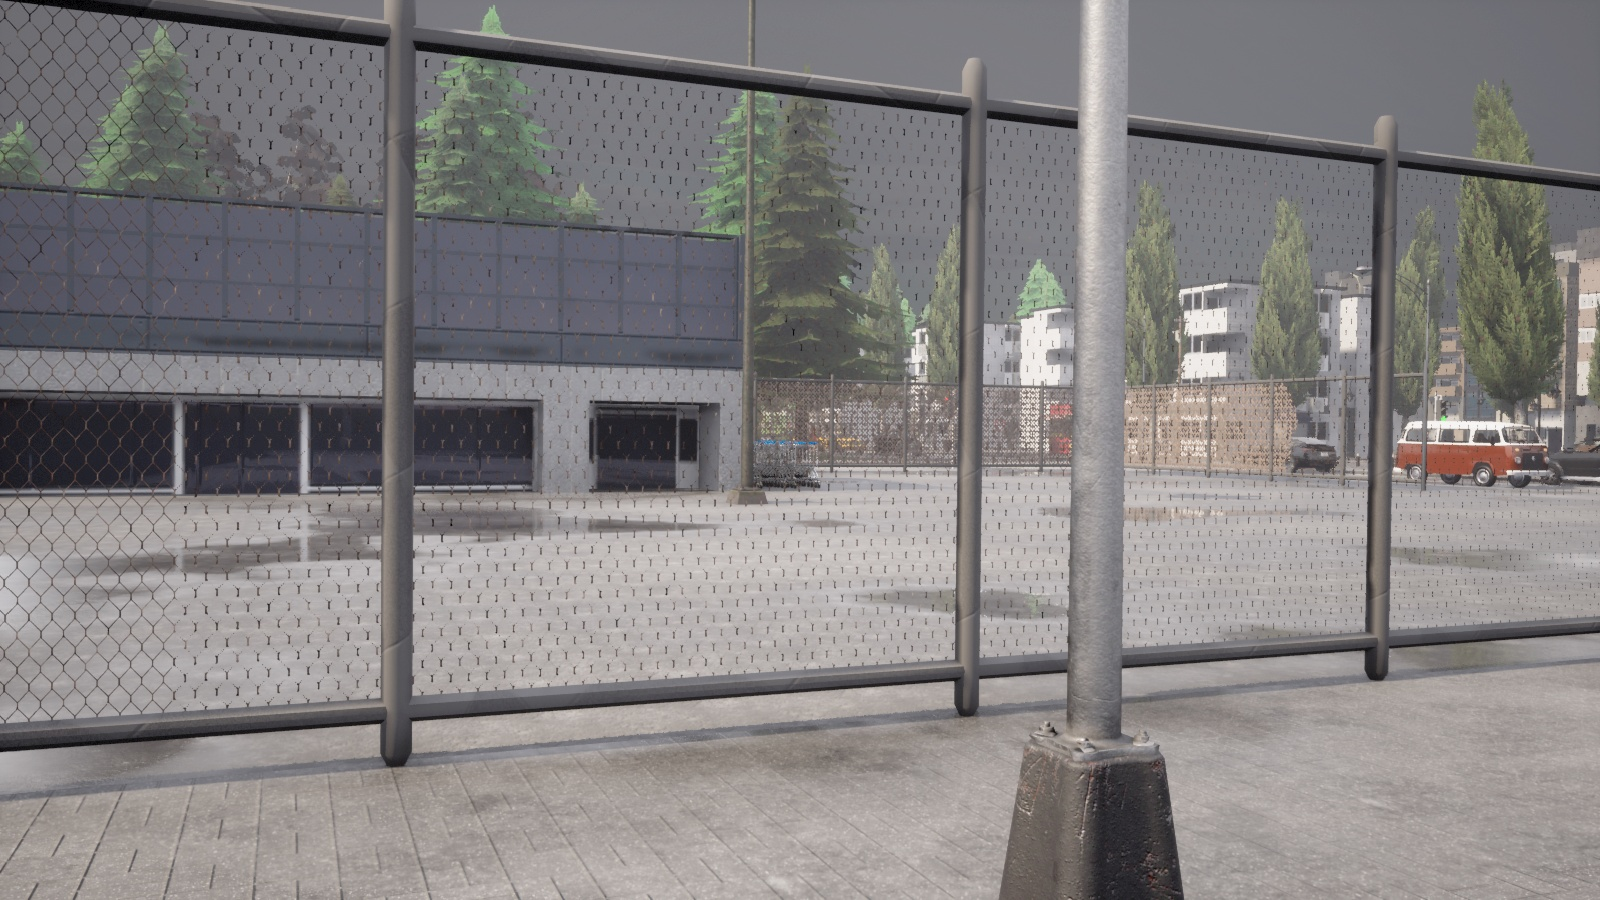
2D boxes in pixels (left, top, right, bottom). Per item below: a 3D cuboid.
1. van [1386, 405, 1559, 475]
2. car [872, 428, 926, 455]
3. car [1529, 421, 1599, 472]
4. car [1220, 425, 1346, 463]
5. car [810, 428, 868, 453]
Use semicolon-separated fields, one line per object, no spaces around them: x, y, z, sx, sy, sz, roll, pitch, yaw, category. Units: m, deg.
20.856;-0.341;39.153;2.069;2.038;4.480;-1;1;-22;van
5.938;-0.520;75.749;1.789;1.549;3.705;-1;1;-21;car
25.132;-0.134;39.267;1.789;1.549;3.705;-1;1;-22;car
19.916;-0.264;52.046;2.163;1.488;4.792;-1;1;-22;car
2.559;-0.657;83.993;1.801;1.575;5.366;-1;1;-22;car
